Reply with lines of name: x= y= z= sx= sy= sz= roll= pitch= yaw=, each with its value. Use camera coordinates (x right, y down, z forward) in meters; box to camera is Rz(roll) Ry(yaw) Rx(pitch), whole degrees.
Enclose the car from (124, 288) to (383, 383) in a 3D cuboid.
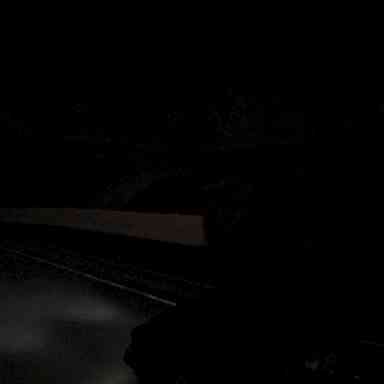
car: x=1.611 y=1.605 z=2.892 sx=4.718 sy=1.301 sz=1.895 roll=0 pitch=0 yaw=36
